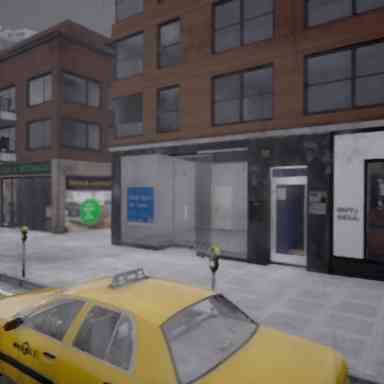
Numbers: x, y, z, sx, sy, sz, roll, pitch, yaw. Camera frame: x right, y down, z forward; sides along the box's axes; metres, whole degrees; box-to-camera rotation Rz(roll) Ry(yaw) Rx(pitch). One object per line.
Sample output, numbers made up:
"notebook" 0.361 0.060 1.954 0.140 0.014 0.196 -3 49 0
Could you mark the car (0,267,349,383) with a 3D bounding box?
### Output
"car" -0.881 1.532 3.699 4.829 1.417 1.752 0 1 35
